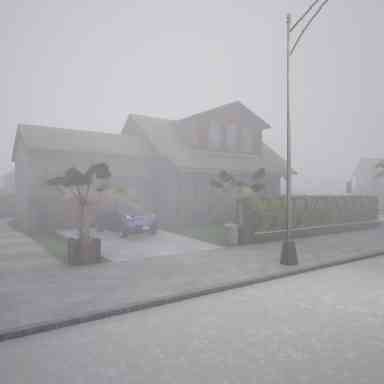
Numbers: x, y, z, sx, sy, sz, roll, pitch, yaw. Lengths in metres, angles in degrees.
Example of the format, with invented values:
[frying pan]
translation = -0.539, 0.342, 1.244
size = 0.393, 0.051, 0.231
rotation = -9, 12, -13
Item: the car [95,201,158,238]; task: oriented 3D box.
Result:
[car]
translation = -3.041, 1.174, 15.278
size = 1.845, 1.501, 3.633
rotation = 0, 0, -38
